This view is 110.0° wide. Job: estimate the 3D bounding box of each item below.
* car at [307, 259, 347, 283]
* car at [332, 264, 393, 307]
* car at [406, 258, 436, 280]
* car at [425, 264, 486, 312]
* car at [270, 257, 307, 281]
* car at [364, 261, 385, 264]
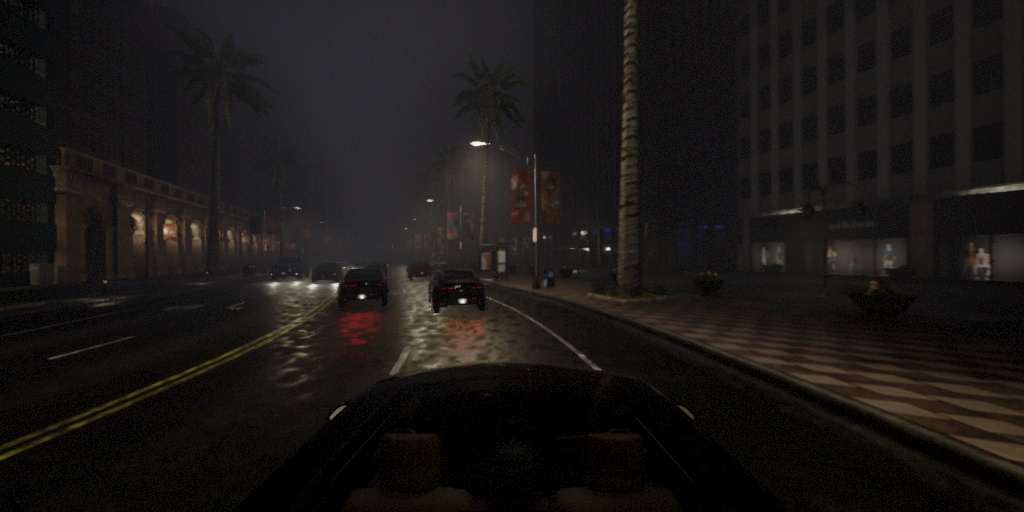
[{"bbox_3d":[-14.911,1.295,29.120,1.882,1.535,5.008,-1,0,-20],"label":"car"},{"bbox_3d":[-6.395,1.279,15.836,1.837,1.490,4.892,0,0,-18],"label":"car"},{"bbox_3d":[-8.231,1.232,31.777,1.882,1.535,5.008,0,0,-20],"label":"car"},{"bbox_3d":[-2.295,1.247,14.268,1.837,1.490,4.892,0,0,-16],"label":"car"},{"bbox_3d":[-19.677,1.073,32.023,2.150,2.045,5.566,-1,0,-20],"label":"car"},{"bbox_3d":[-13.020,1.267,34.769,1.882,1.535,5.008,-1,0,-20],"label":"car"}]
